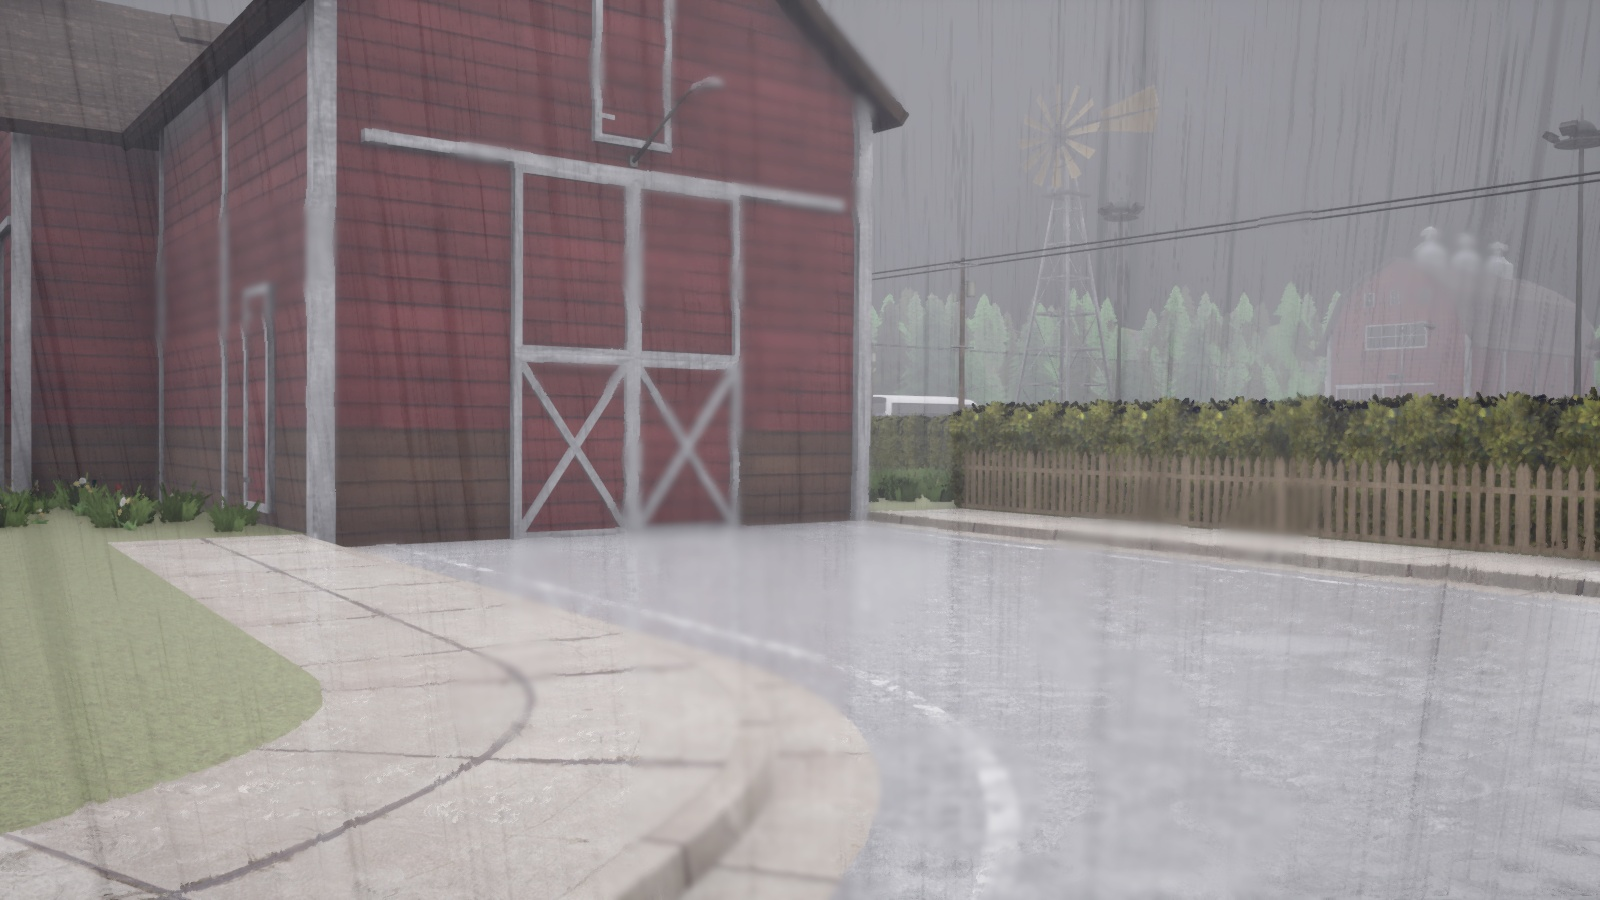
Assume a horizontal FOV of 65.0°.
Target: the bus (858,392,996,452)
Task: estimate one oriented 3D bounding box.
[{"bbox_3d":[9.594,-2.063,93.742,10.273,4.253,3.944,-1,1,-37],"label":"bus"}]
